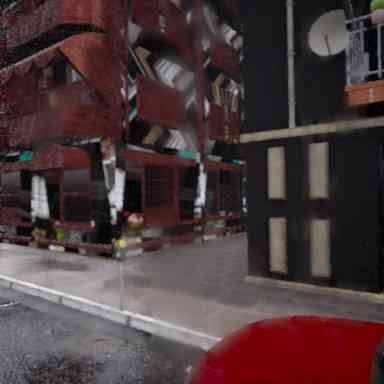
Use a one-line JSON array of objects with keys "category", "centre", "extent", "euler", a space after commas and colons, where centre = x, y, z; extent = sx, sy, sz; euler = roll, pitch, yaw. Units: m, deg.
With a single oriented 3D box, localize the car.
[{"category": "car", "centre": [2.150, 1.306, 1.200], "extent": [5.009, 1.841, 2.192], "euler": [-1, -1, 36]}]
